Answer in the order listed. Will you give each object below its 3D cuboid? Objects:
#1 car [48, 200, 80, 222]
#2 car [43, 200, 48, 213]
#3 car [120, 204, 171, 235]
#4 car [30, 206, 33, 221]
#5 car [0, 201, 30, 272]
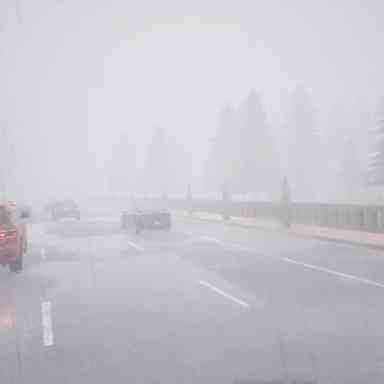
[{"bbox_3d":[-10.828,1.450,28.303,2.097,1.767,4.553,-1,0,-25],"label":"car"},{"bbox_3d":[-16.554,1.656,39.714,2.128,1.511,4.902,-1,0,-28],"label":"car"},{"bbox_3d":[-2.790,1.457,19.179,1.882,1.535,5.008,-1,0,-25],"label":"car"},{"bbox_3d":[-14.549,1.645,28.024,1.882,1.535,5.008,-1,0,-25],"label":"car"},{"bbox_3d":[-6.584,1.300,10.651,2.150,2.045,5.566,-1,0,-25],"label":"car"}]
